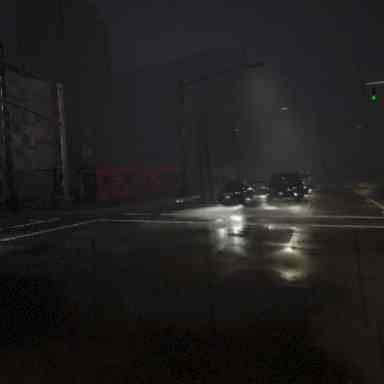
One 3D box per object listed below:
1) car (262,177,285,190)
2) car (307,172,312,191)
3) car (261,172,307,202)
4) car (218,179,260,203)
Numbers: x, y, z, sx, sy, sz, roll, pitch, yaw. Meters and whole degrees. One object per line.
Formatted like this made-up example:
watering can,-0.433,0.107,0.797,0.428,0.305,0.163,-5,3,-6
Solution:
car,10.668,-1.183,43.178,2.128,1.511,4.902,-1,3,22
car,10.565,-1.001,33.549,2.150,2.045,5.566,-1,3,22
car,6.853,-0.416,24.245,2.150,2.045,5.566,-1,3,23
car,3.358,-0.061,24.953,2.128,1.511,4.902,-1,3,22
